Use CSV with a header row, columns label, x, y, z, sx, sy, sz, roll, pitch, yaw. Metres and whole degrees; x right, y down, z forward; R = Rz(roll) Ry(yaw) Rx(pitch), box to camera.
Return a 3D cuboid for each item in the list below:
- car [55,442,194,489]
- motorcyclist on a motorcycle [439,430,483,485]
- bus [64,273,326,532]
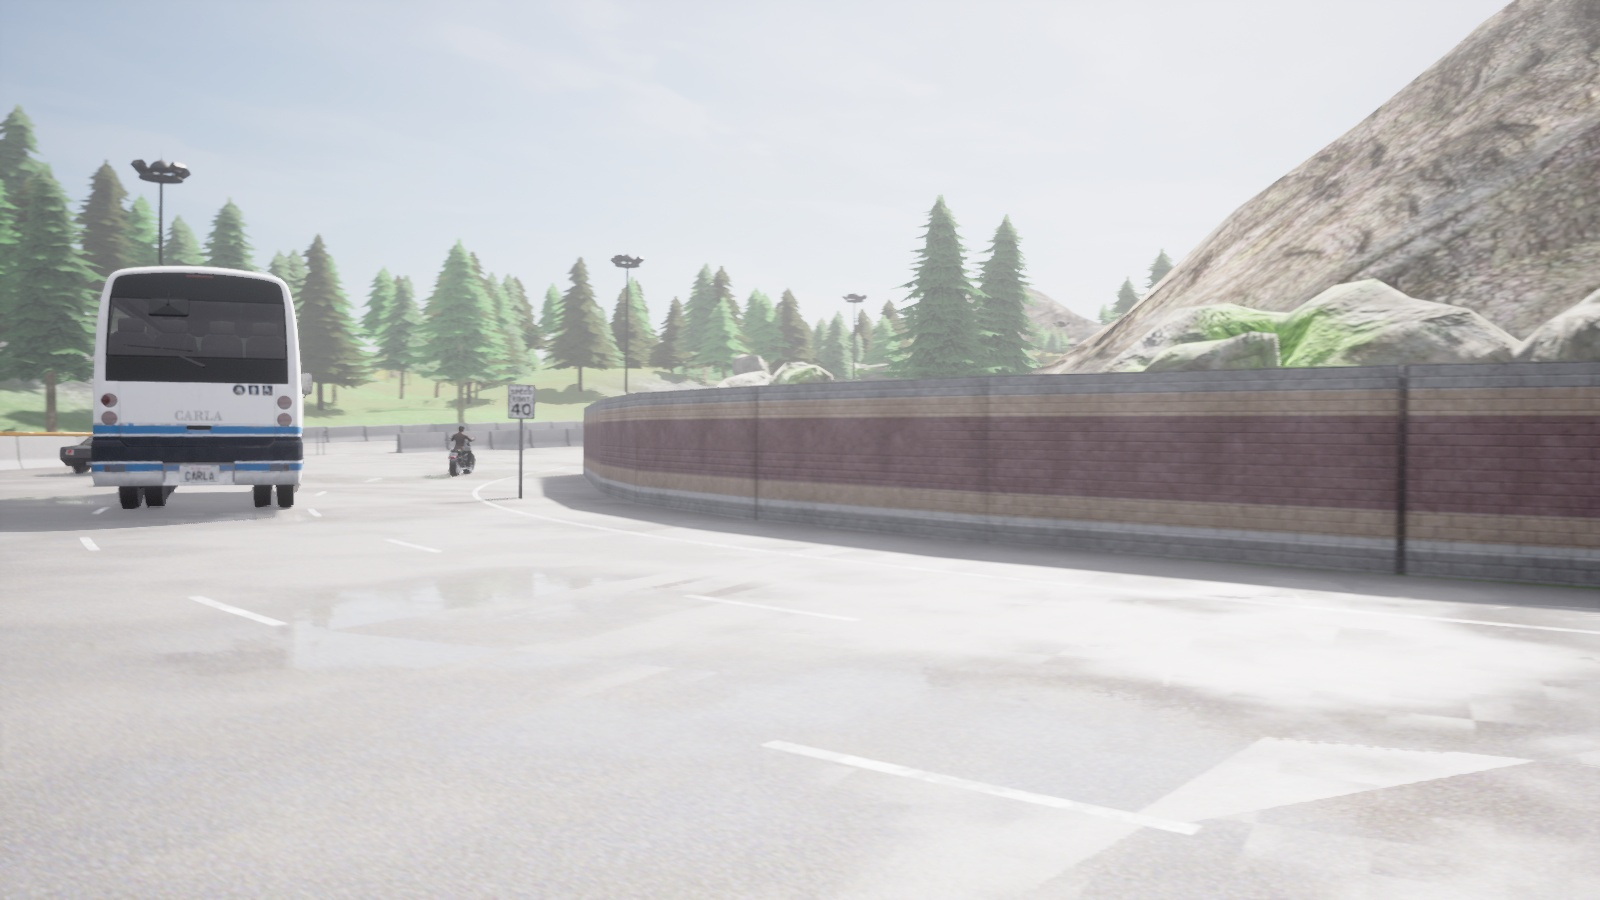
label,x,y,z,sx,sy,sz,roll,pitch,yaw
car,-21.329,0.449,39.921,1.895,1.301,4.718,-1,1,-1
motorcyclist on a motorcycle,-10.796,0.215,40.081,0.766,1.649,2.350,1,1,0
bus,-12.098,-0.848,26.119,3.944,4.253,10.273,-1,1,-22
